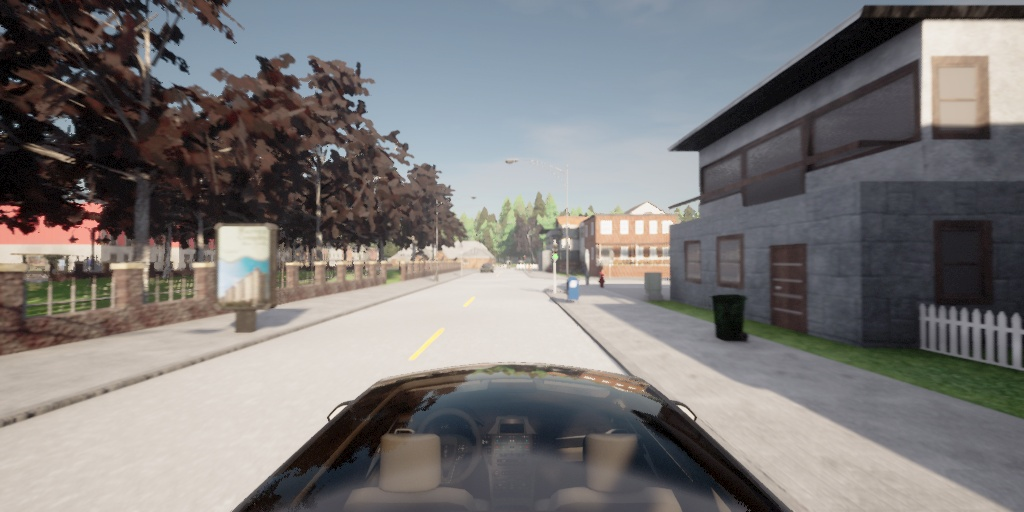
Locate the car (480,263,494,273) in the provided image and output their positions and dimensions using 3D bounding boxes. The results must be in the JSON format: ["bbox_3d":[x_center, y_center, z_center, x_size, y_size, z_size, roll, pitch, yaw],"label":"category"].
[{"bbox_3d":[-4.042,1.887,58.132,2.097,1.767,4.553,0,-1,1],"label":"car"}]
